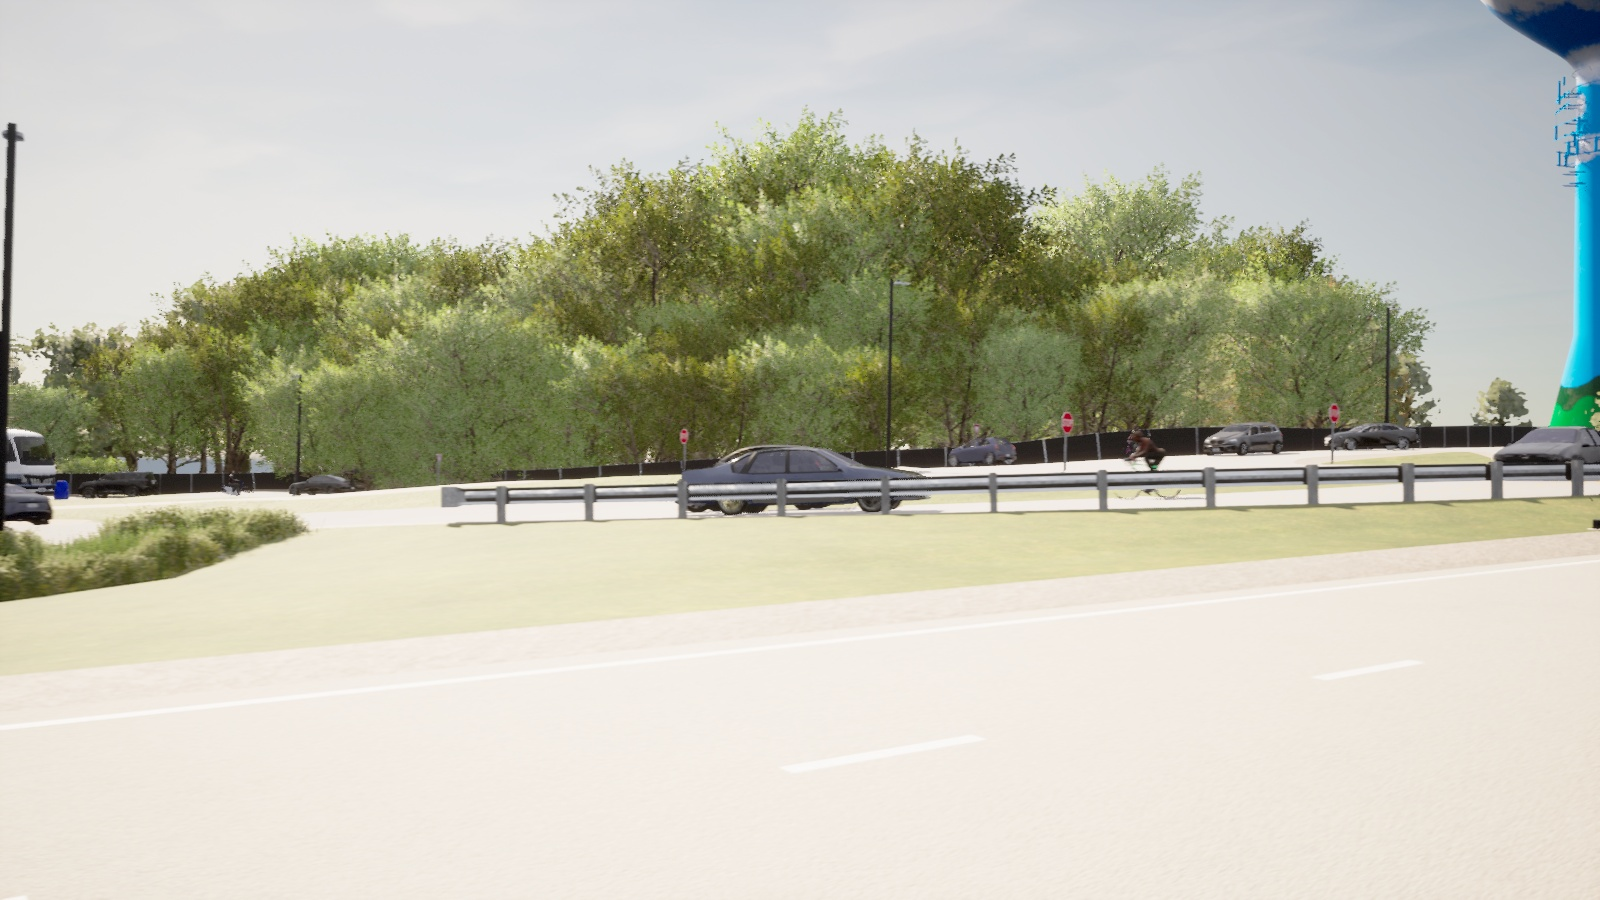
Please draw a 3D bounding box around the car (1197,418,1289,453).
[{"bbox_3d":[22.925,-0.743,64.955,4.611,1.667,2.242,-2,1,-36],"label":"car"}]

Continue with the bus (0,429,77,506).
[{"bbox_3d":[-47.639,1.098,71.768,10.273,4.253,3.944,-1,-1,0],"label":"bus"}]

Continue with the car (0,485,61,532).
[{"bbox_3d":[-25.120,1.795,38.401,4.181,1.385,1.994,-1,-2,16],"label":"car"}]

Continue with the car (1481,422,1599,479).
[{"bbox_3d":[21.070,-0.027,34.788,5.357,1.411,2.033,-2,1,-40],"label":"car"}]

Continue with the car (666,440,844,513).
[{"bbox_3d":[-1.087,0.661,31.059,3.988,1.617,1.851,-2,-2,14],"label":"car"}]

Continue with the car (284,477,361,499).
[{"bbox_3d":[-31.773,2.517,83.574,4.674,1.442,1.812,-1,-1,17],"label":"car"}]

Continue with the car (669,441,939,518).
[{"bbox_3d":[0.110,0.642,26.636,5.357,1.411,2.033,-2,-2,15],"label":"car"}]

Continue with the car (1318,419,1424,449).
[{"bbox_3d":[31.668,-0.900,69.737,4.902,1.511,2.128,-1,1,0],"label":"car"}]

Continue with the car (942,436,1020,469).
[{"bbox_3d":[9.315,0.134,64.926,1.845,1.501,3.633,1,-3,-40],"label":"car"}]

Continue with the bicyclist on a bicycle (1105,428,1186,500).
[{"bbox_3d":[8.135,0.340,29.596,1.656,1.620,0.582,-2,-2,-2],"label":"bicyclist on a bicycle"}]
